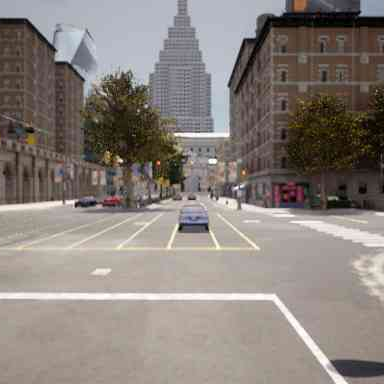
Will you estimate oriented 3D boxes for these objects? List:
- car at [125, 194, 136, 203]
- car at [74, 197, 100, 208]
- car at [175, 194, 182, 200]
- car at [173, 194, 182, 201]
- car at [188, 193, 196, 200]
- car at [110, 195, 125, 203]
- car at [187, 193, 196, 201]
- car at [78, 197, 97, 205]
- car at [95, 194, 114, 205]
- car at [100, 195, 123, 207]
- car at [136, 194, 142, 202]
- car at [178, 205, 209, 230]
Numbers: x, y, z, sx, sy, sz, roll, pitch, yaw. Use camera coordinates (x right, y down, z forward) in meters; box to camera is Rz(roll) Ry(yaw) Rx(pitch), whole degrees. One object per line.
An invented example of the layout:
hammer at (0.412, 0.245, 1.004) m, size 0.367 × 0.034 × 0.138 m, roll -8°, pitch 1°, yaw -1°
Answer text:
car at (-11.505, 1.405, 58.130) m, size 1.837 × 1.490 × 4.892 m, roll 0°, pitch 0°, yaw 0°
car at (-15.077, 1.520, 47.107) m, size 1.895 × 1.301 × 4.718 m, roll 0°, pitch 0°, yaw 0°
car at (-3.508, 1.349, 87.723) m, size 1.837 × 1.490 × 4.892 m, roll 0°, pitch 0°, yaw 0°
car at (-3.507, 1.405, 78.238) m, size 2.033 × 1.411 × 5.357 m, roll 0°, pitch 0°, yaw 0°
car at (-0.008, 1.037, 87.393) m, size 2.097 × 1.767 × 4.553 m, roll 0°, pitch 0°, yaw 0°
car at (-15.006, 1.362, 67.315) m, size 1.882 × 1.535 × 5.008 m, roll 0°, pitch 0°, yaw 0°
car at (-0.007, 1.214, 78.640) m, size 2.097 × 1.767 × 4.553 m, roll 0°, pitch 0°, yaw 0°
car at (-18.255, 1.495, 58.221) m, size 1.895 × 1.301 × 4.718 m, roll 0°, pitch 0°, yaw 0°
car at (-15.005, 1.253, 57.215) m, size 2.097 × 1.767 × 4.553 m, roll 0°, pitch 0°, yaw 0°
car at (-11.574, 1.394, 48.333) m, size 1.882 × 1.535 × 5.008 m, roll 0°, pitch 0°, yaw 0°
car at (-11.506, 1.235, 68.120) m, size 2.097 × 1.767 × 4.553 m, roll 0°, pitch 0°, yaw 0°
car at (0.098, 1.511, 20.988) m, size 2.033 × 1.411 × 5.357 m, roll 0°, pitch 0°, yaw 0°
